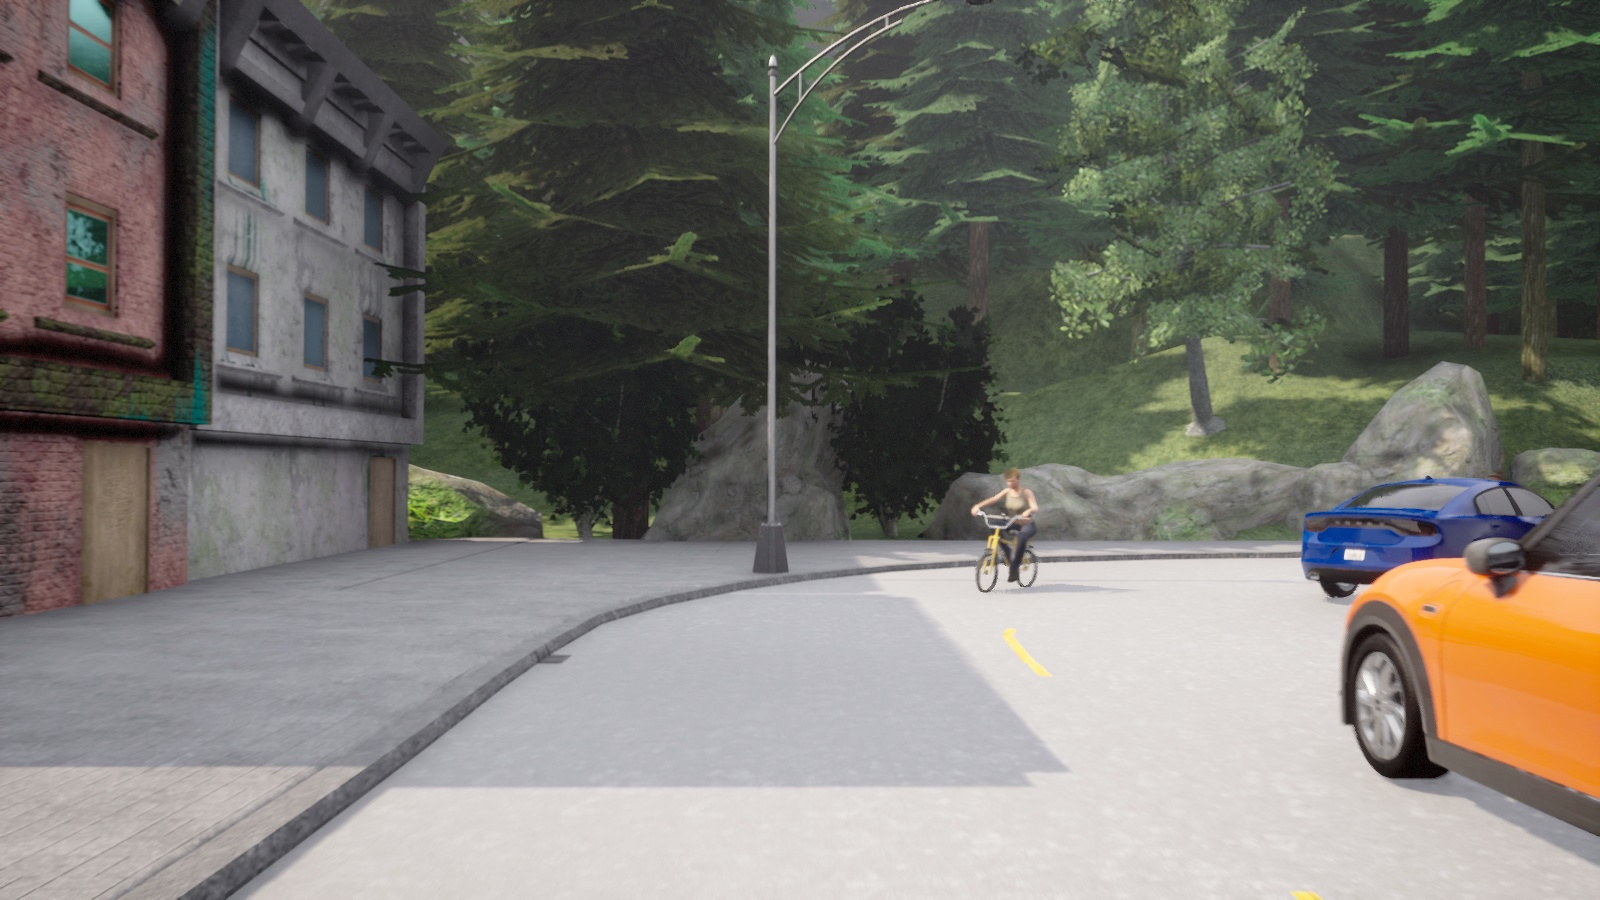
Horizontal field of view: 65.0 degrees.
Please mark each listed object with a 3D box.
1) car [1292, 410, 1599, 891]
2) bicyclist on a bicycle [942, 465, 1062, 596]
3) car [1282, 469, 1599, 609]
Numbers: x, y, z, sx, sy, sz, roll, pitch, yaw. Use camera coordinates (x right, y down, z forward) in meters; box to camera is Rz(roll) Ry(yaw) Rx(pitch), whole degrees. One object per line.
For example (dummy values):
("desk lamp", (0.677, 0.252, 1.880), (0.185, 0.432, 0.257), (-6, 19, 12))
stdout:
("car", (3.989, 0.744, 5.194), (2.097, 1.767, 4.553), (0, -1, 0))
("bicyclist on a bicycle", (2.674, 1.019, 16.526), (0.866, 1.612, 1.509), (1, 0, 41))
("car", (8.522, 1.029, 16.078), (5.008, 1.535, 1.882), (0, -2, -35))
